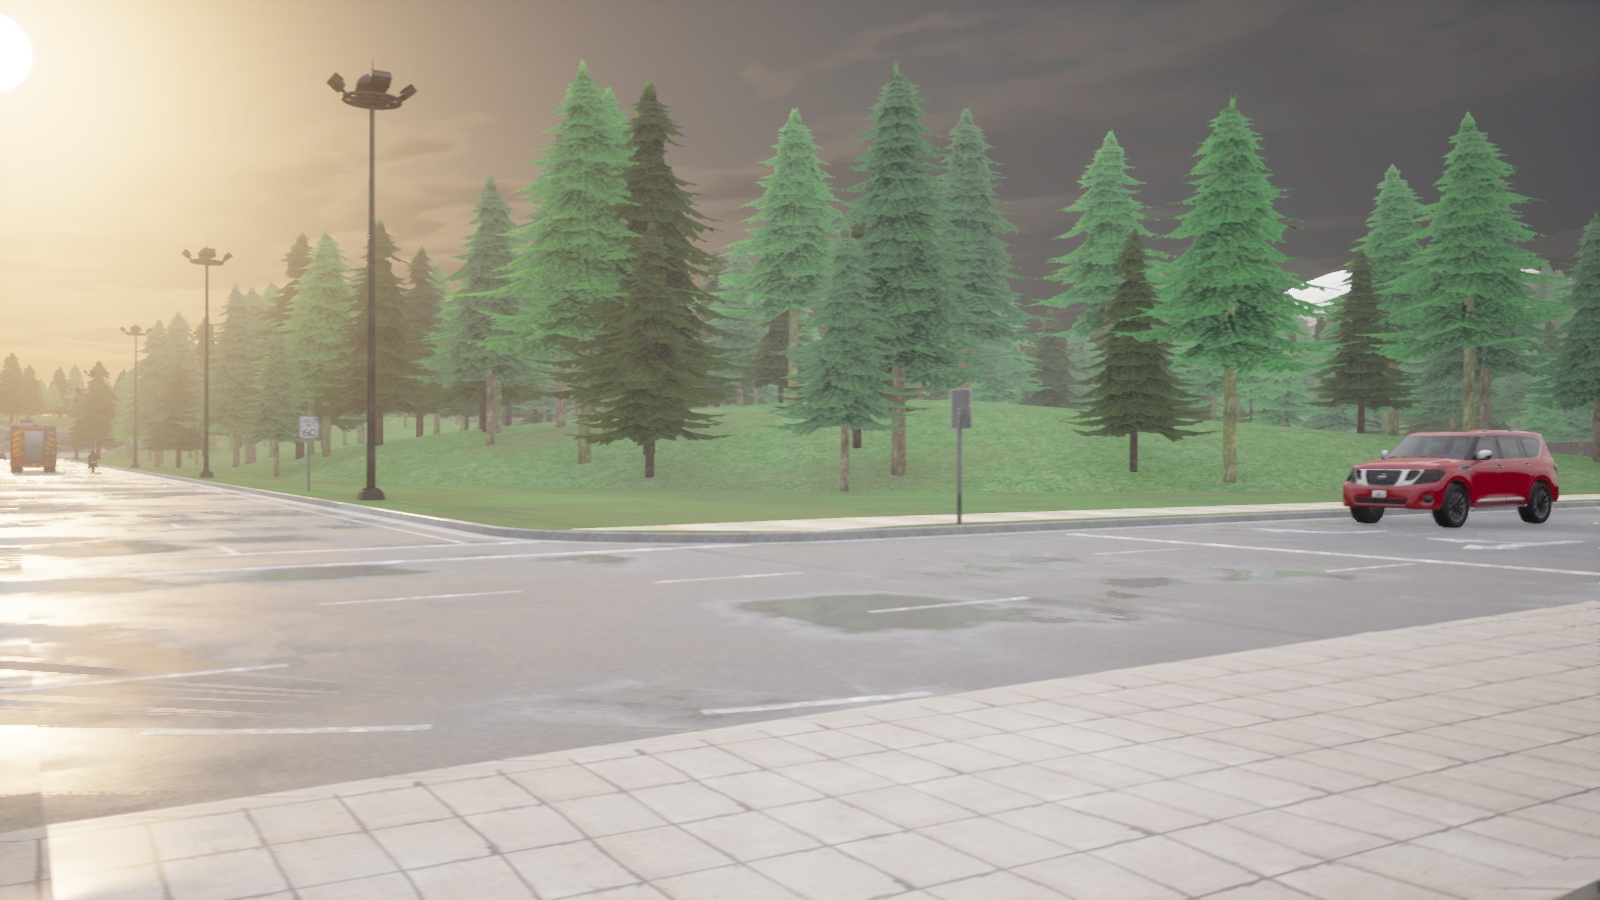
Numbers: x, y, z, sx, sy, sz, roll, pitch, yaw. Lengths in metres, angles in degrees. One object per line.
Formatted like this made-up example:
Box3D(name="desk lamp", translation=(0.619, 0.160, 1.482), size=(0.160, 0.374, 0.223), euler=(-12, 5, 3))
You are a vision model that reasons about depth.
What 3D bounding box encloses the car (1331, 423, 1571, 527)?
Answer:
Box3D(name="car", translation=(14.167, 0.503, 27.212), size=(5.566, 2.045, 2.150), euler=(0, 0, -33))
